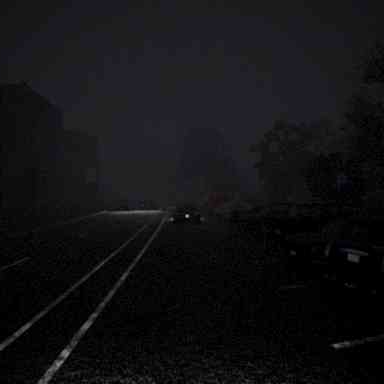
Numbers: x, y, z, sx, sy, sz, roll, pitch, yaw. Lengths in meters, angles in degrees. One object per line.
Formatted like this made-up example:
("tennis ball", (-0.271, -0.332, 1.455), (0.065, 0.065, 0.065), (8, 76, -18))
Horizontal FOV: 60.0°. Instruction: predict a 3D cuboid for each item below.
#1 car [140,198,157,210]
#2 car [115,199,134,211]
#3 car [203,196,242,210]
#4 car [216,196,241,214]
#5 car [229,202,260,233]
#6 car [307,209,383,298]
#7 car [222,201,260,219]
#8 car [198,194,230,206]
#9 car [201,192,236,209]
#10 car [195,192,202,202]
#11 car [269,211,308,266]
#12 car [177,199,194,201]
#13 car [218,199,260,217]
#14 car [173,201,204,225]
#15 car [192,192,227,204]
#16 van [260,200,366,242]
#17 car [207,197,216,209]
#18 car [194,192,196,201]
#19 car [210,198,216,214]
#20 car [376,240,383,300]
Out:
("car", (-5.613, 1.556, 43.077), (1.837, 1.490, 4.892), (0, 1, -3))
("car", (-8.329, 1.617, 41.627), (2.033, 1.411, 5.357), (0, 1, -3))
("car", (3.966, 1.409, 43.099), (4.553, 1.767, 2.185), (0, 1, -24))
("car", (4.761, 1.447, 28.270), (4.553, 1.767, 2.185), (1, 0, -22))
("car", (5.041, 1.541, 19.350), (5.008, 1.535, 2.097), (1, 0, -22))
("car", (5.239, 1.377, 7.467), (4.553, 1.767, 2.185), (1, 0, -21))
("car", (4.936, 1.551, 22.326), (5.008, 1.535, 2.097), (1, -1, -22))
("car", (3.435, 1.268, 52.025), (4.553, 1.767, 2.185), (0, 2, -24))
("car", (4.352, 1.328, 37.187), (5.566, 2.045, 2.435), (1, 0, -23))
("car", (3.788, 1.247, 46.062), (5.566, 2.045, 2.435), (0, 1, -24))
("car", (5.237, 1.511, 10.440), (5.008, 1.535, 2.097), (1, 0, -21))
("car", (-1.192, 1.662, 41.824), (1.895, 1.301, 4.718), (0, 1, -3))
("car", (5.014, 1.561, 25.366), (5.366, 1.575, 1.946), (1, -1, -22))
("car", (-0.402, 1.642, 24.993), (1.994, 1.385, 4.181), (0, 0, -2))
("car", (2.981, 1.014, 57.952), (5.566, 2.045, 2.435), (0, 1, -25))
("van", (5.286, 1.296, 13.463), (4.442, 1.987, 1.878), (1, 0, -21))
("car", (4.480, 1.587, 34.199), (4.892, 1.521, 2.231), (1, 0, -23))
("car", (3.164, 1.078, 54.956), (5.566, 2.045, 2.435), (0, 2, -25))
("car", (4.602, 1.582, 31.232), (5.008, 1.535, 2.097), (1, 0, -23))
("car", (5.294, 1.495, 4.503), (5.008, 1.535, 2.097), (1, 0, -21))
